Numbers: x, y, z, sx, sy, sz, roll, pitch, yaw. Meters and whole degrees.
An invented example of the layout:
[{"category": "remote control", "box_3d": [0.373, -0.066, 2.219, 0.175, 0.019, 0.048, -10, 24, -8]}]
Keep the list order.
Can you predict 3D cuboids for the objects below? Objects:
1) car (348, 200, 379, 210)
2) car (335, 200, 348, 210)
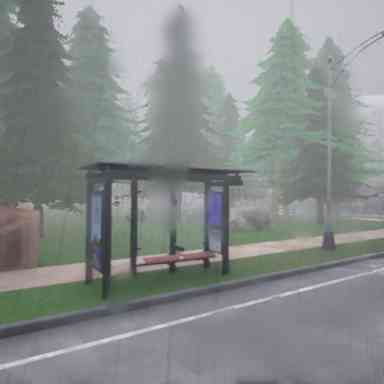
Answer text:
[{"category": "car", "box_3d": [25.057, 1.695, 48.150, 4.605, 1.855, 1.932, 1, 0, -37]}, {"category": "car", "box_3d": [23.240, 1.692, 49.931, 3.866, 1.878, 1.905, 1, 0, -37]}]
